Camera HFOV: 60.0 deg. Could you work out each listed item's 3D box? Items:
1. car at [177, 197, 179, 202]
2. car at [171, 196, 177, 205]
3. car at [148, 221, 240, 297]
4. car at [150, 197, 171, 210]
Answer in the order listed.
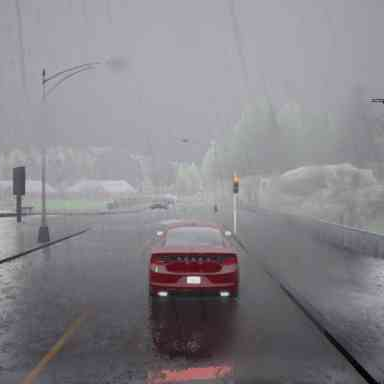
[{"bbox_3d":[-4.064,1.521,73.572,1.812,1.442,4.674,0,0,0],"label":"car"},{"bbox_3d":[-4.131,1.564,57.881,1.994,1.385,4.181,0,0,0],"label":"car"},{"bbox_3d":[0.052,1.478,8.630,1.882,1.535,5.008,0,0,0],"label":"car"},{"bbox_3d":[-4.135,1.564,42.355,1.994,1.385,4.181,0,0,0],"label":"car"}]
